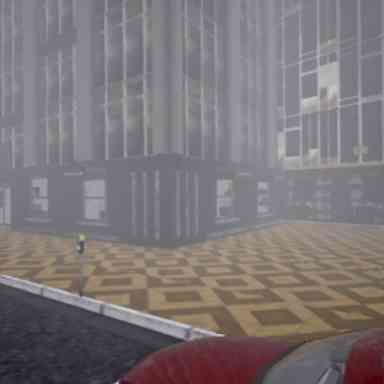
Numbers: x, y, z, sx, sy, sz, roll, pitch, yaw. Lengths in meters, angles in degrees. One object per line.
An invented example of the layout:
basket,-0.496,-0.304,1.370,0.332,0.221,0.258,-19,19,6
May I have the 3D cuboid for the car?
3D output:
car,1.263,1.582,1.972,4.206,1.307,1.802,-1,0,36
